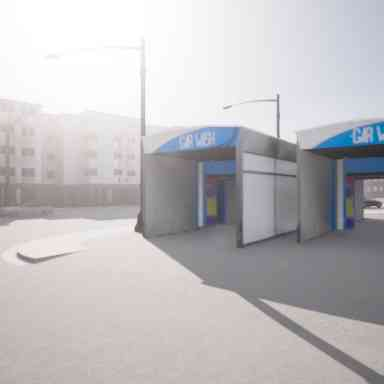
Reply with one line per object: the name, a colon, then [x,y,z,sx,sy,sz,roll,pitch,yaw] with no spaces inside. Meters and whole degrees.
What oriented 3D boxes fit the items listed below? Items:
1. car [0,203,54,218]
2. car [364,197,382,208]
car: [-15.424,1.655,30.827,1.895,1.301,4.718,0,0,37]
car: [24.509,1.493,46.713,4.902,1.511,2.128,0,0,-24]
